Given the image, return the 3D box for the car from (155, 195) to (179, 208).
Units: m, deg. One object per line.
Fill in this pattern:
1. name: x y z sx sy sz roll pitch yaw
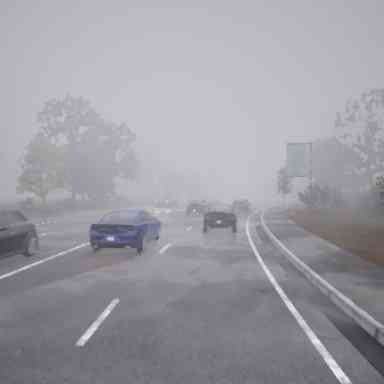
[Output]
1. car: -3.334 1.263 45.167 2.097 1.767 4.553 0 0 18

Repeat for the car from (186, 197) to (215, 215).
1. car: 0.772 1.459 33.224 1.837 1.490 4.892 0 0 13

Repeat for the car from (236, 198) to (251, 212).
1. car: 5.668 1.460 38.087 2.128 1.511 4.902 0 0 16

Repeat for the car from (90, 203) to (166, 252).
1. car: -2.562 1.450 13.878 1.882 1.535 5.008 0 0 5

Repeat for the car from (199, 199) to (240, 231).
1. car: 1.816 1.456 20.425 1.882 1.535 5.008 0 0 8

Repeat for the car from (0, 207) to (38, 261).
1. car: -6.591 1.317 9.856 2.097 1.767 4.553 0 0 4
